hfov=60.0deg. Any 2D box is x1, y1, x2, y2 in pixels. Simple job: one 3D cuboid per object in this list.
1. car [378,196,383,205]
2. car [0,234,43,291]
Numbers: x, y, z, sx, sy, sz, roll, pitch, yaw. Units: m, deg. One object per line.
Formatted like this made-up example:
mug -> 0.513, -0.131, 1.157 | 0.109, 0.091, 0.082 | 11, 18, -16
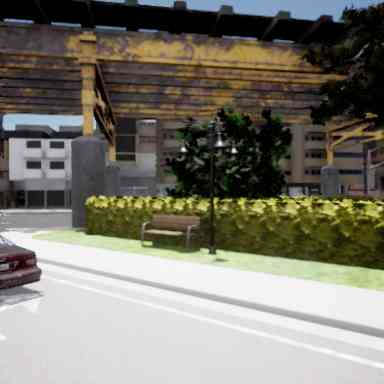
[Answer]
car -> 30.009, 1.300, 50.674 | 1.853, 1.218, 4.536 | 0, 0, 16
car -> -5.827, 1.560, 8.124 | 5.357, 1.411, 2.033 | 0, 0, 36
